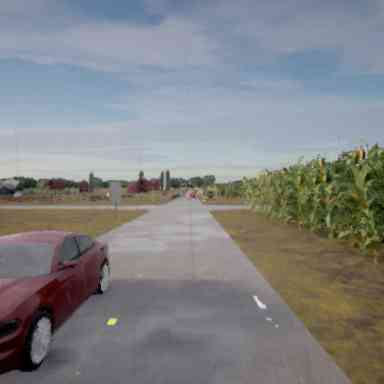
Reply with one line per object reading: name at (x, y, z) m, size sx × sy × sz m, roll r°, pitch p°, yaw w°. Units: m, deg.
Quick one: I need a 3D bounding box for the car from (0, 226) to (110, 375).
car at (-2.849, 1.466, 5.871) m, size 1.882 × 1.535 × 5.008 m, roll 0°, pitch 0°, yaw 0°

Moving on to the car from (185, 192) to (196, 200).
car at (0.002, 1.037, 89.219) m, size 2.150 × 2.045 × 5.566 m, roll 0°, pitch 0°, yaw 0°
